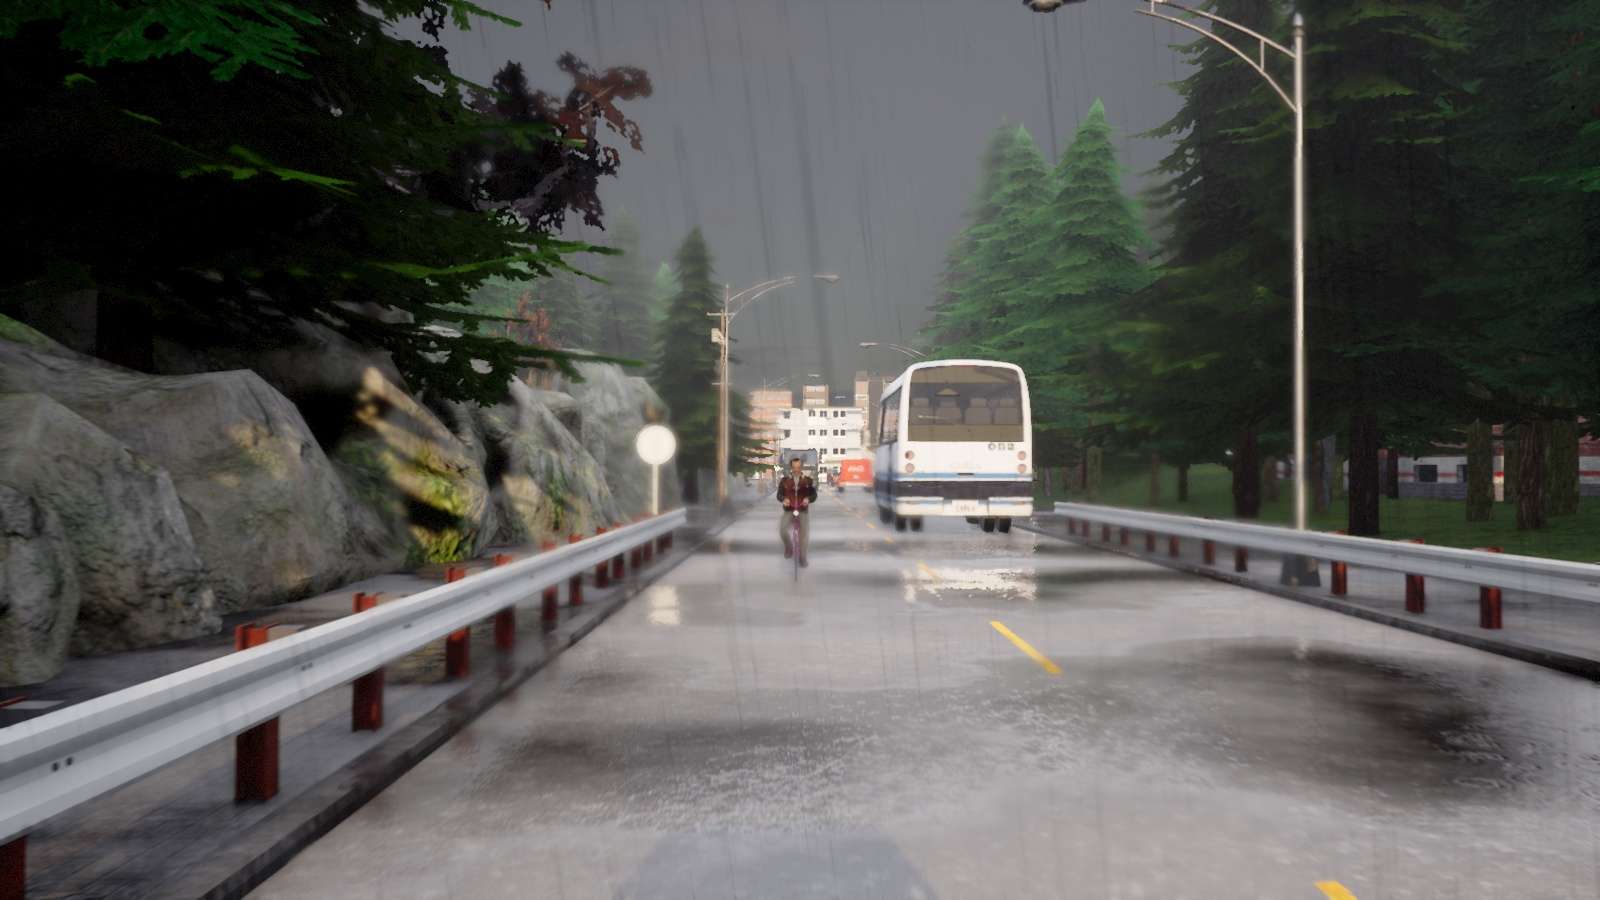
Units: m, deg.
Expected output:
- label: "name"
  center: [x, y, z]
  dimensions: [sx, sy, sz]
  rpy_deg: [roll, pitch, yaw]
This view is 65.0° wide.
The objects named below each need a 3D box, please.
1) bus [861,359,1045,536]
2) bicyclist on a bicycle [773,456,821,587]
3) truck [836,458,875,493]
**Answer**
- label: "bus"
  center: [3.952, 0.020, 35.532]
  dimensions: [3.944, 4.253, 10.273]
  rpy_deg: [0, -1, 0]
- label: "bicyclist on a bicycle"
  center: [-0.044, 0.990, 18.061]
  dimensions: [0.659, 1.776, 1.843]
  rpy_deg: [0, -1, 0]
- label: "truck"
  center: [4.063, 1.863, 92.459]
  dimensions: [2.627, 2.467, 5.204]
  rpy_deg: [0, -1, 0]
